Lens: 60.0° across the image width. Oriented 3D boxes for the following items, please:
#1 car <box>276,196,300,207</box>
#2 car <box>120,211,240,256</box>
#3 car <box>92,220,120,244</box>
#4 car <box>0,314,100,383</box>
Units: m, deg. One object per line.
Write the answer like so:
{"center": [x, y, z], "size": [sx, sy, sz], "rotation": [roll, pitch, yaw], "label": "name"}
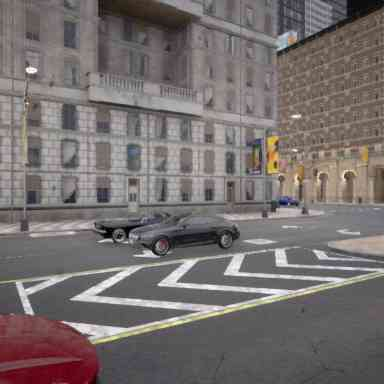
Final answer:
{"center": [14.791, 1.478, 52.775], "size": [1.882, 1.535, 5.008], "rotation": [0, 0, -32], "label": "car"}
{"center": [-0.202, 1.526, 13.174], "size": [4.674, 1.442, 1.812], "rotation": [0, 0, -31], "label": "car"}
{"center": [-2.297, 1.601, 15.997], "size": [4.718, 1.301, 1.895], "rotation": [0, 0, -31], "label": "car"}
{"center": [-3.061, 1.478, 1.872], "size": [5.008, 1.535, 1.882], "rotation": [0, 0, -32], "label": "car"}
